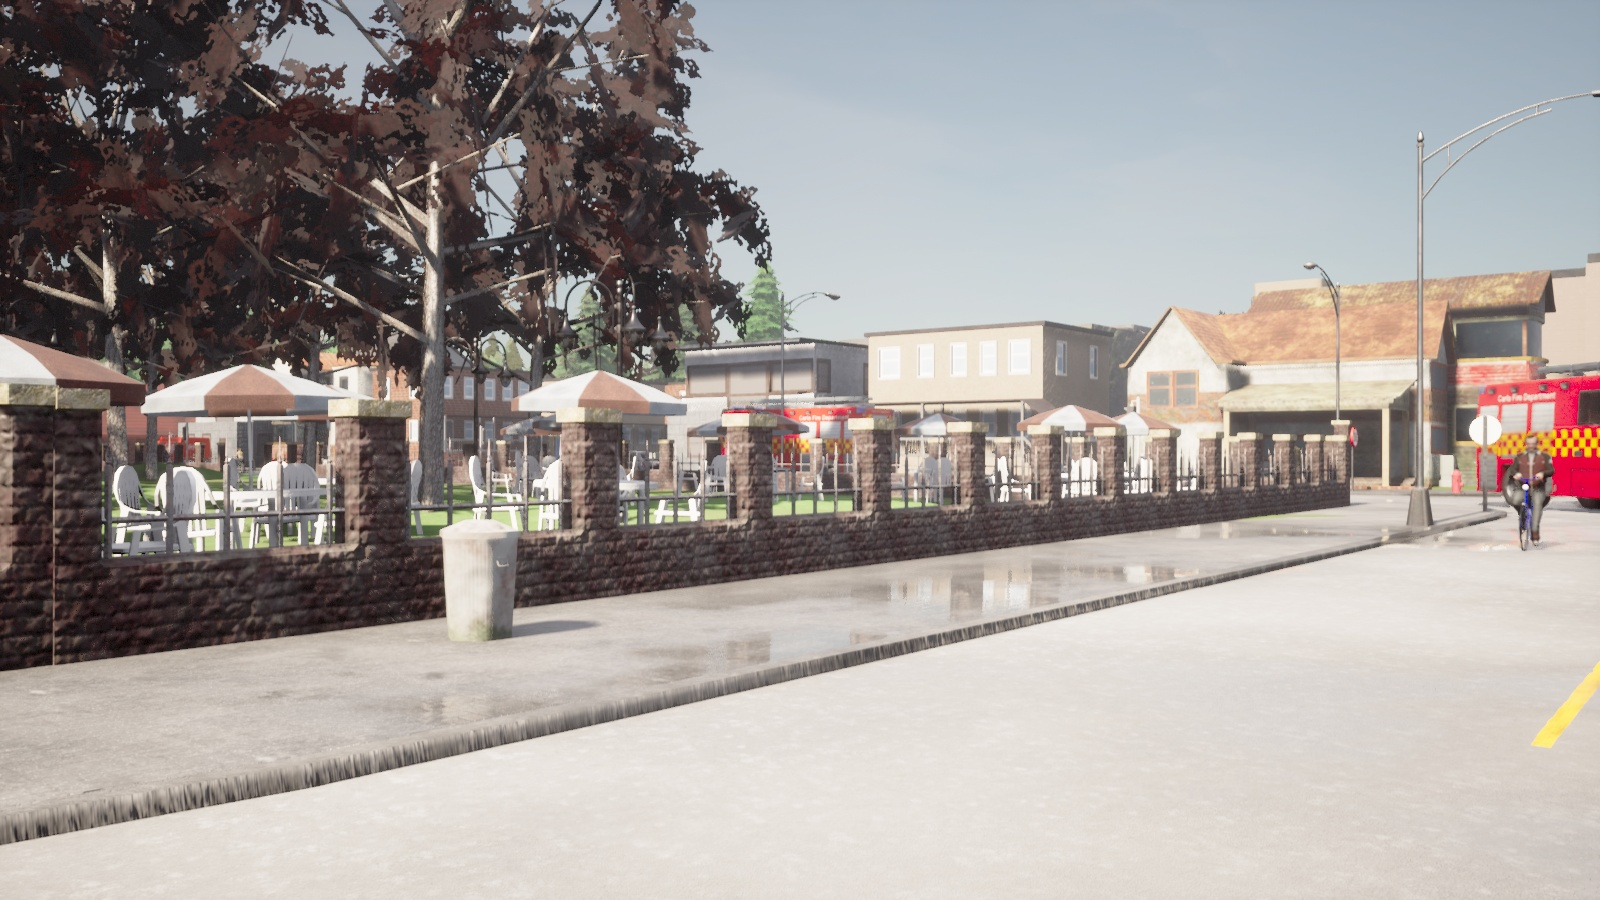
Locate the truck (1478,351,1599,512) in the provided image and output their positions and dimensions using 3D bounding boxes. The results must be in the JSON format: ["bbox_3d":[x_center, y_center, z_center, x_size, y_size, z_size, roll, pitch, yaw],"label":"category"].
[{"bbox_3d":[20.453,-0.438,30.730,2.891,3.827,8.468,0,0,-2],"label":"truck"}]

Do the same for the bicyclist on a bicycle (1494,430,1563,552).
[{"bbox_3d":[11.173,0.607,19.235,0.659,1.776,1.843,0,0,38],"label":"bicyclist on a bicycle"}]

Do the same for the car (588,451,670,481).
[{"bbox_3d":[-8.611,0.794,63.137,3.806,1.475,1.970,0,0,39],"label":"car"}]

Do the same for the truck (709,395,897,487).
[{"bbox_3d":[0.025,-0.363,56.335,8.468,3.827,2.891,0,0,38],"label":"truck"}]
